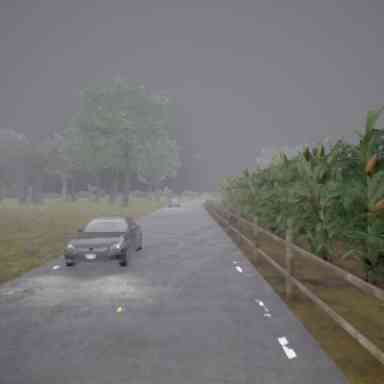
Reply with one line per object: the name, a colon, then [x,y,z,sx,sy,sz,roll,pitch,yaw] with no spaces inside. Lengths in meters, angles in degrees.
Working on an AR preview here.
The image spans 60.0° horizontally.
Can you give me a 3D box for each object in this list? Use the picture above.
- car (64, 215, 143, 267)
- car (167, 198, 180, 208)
car: [-2.840,1.561,11.661,1.812,1.442,4.674,0,0,0]
car: [-2.794,1.754,52.491,1.812,1.442,4.674,0,0,0]
